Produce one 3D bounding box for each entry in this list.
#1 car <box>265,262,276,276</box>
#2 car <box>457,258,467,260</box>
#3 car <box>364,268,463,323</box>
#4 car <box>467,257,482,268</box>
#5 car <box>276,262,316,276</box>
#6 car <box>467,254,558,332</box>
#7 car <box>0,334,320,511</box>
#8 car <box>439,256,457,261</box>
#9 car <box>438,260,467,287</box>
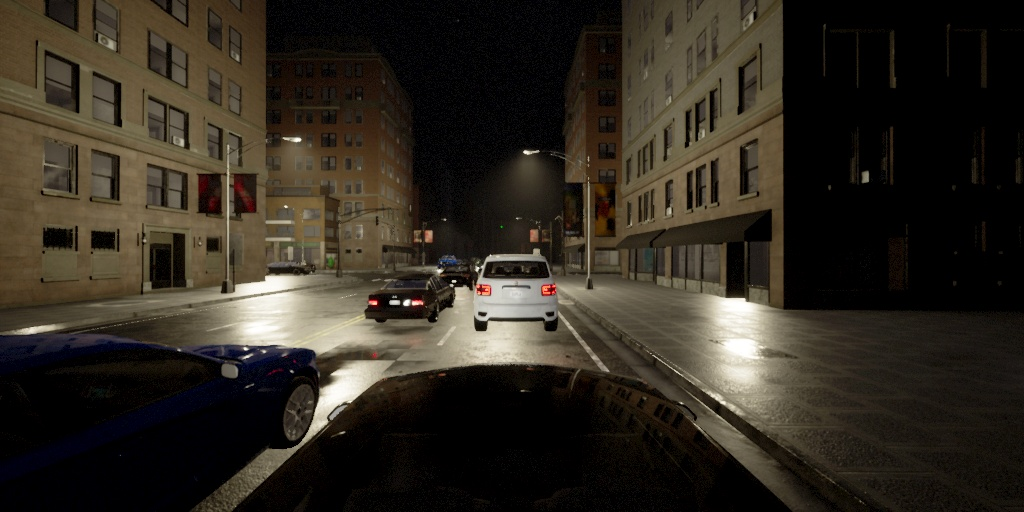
[{"bbox_3d":[-25.412,1.165,34.071,4.097,1.591,1.967,0,0,0],"label":"car"},{"bbox_3d":[-6.583,1.241,54.075,1.837,1.490,4.892,0,0,0],"label":"car"},{"bbox_3d":[-3.152,1.296,12.119,2.033,1.411,5.357,0,0,0],"label":"car"},{"bbox_3d":[-6.560,1.083,63.069,2.097,1.767,4.553,0,0,0],"label":"car"},{"bbox_3d":[-23.137,1.283,36.600,5.357,1.411,2.033,0,0,0],"label":"car"},{"bbox_3d":[0.101,0.970,11.049,2.150,2.045,5.566,0,0,0],"label":"car"},{"bbox_3d":[-3.153,1.228,2.169,1.882,1.535,5.008,0,0,0],"label":"car"},{"bbox_3d":[-9.831,0.957,54.850,2.150,2.045,5.566,0,0,0],"label":"car"},{"bbox_3d":[-3.148,1.224,21.975,1.882,1.535,5.008,0,0,0],"label":"car"}]
